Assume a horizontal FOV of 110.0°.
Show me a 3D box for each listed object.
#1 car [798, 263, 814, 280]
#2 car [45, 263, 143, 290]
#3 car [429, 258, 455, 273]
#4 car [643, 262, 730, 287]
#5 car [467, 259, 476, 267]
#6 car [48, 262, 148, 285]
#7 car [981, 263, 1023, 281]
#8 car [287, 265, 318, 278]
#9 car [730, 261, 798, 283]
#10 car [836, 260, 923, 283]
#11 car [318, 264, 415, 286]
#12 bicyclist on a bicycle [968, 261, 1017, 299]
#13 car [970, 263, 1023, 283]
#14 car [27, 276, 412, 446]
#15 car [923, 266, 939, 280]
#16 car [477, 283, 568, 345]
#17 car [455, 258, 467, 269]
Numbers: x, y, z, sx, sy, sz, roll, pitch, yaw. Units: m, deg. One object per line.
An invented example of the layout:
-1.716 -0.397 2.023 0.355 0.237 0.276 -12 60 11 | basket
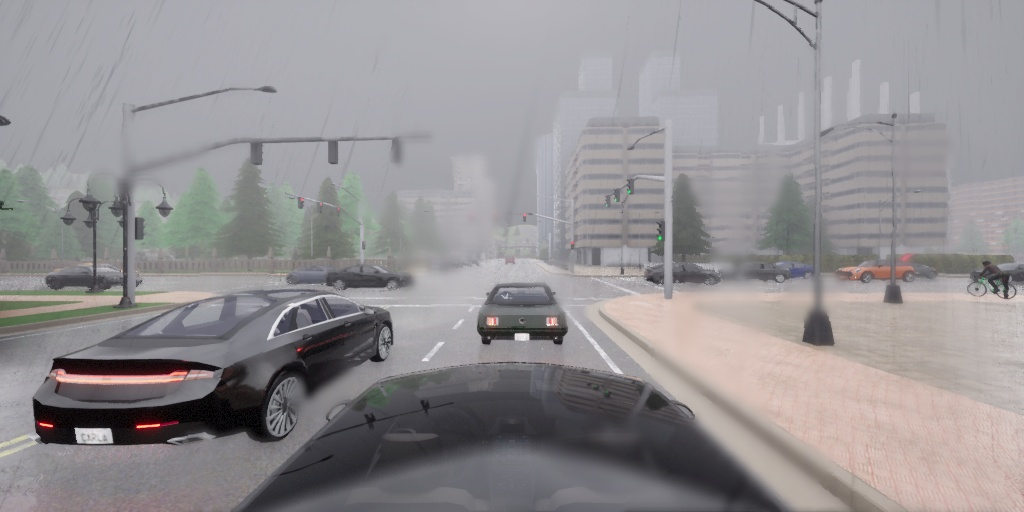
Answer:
23.300 1.228 30.773 5.008 1.535 1.882 0 0 2 | car
-25.237 1.276 21.676 4.674 1.442 1.812 0 0 2 | car
-8.879 1.241 44.311 2.128 1.511 4.902 0 0 2 | car
11.369 1.255 23.959 4.892 1.490 1.837 0 0 2 | car
-8.175 1.255 64.176 1.837 1.490 4.892 0 0 2 | car
-29.112 1.227 25.295 5.008 1.535 1.882 0 0 2 | car
43.467 1.297 30.081 5.357 1.411 2.033 0 0 2 | car
-13.179 1.315 24.763 4.181 1.385 1.994 0 0 2 | car
18.474 1.255 27.430 4.892 1.490 1.837 0 0 2 | car
27.407 1.102 27.135 4.553 1.767 2.097 0 0 2 | car
-8.260 1.227 21.099 5.008 1.535 1.882 0 0 2 | car
21.176 1.051 15.851 0.582 1.620 1.656 0 0 2 | bicyclist on a bicycle
37.522 1.228 26.792 5.008 1.535 1.882 0 0 2 | car
-3.331 1.242 5.327 2.128 1.511 4.902 0 0 1 | car
33.255 1.314 30.445 4.181 1.385 1.994 0 0 1 | car
0.260 1.351 9.480 1.895 1.301 4.718 0 0 1 | car
-8.546 1.102 54.039 2.097 1.767 4.553 0 0 2 | car
